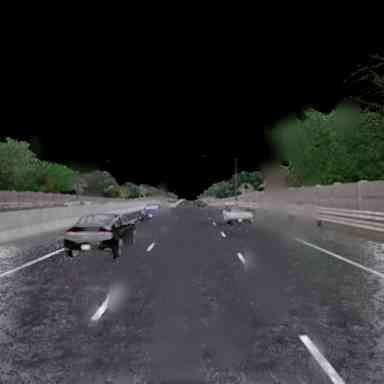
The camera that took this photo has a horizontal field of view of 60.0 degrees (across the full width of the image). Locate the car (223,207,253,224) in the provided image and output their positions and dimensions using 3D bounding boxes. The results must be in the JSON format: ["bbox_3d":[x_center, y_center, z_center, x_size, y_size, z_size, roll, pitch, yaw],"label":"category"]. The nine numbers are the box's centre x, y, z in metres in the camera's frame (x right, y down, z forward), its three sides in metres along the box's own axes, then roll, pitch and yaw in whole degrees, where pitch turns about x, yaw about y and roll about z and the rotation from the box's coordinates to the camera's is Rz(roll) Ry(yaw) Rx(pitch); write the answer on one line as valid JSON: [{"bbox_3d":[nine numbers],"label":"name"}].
[{"bbox_3d":[3.607,1.847,27.060,1.895,1.301,4.718,0,-1,0],"label":"car"}]

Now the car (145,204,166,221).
[{"bbox_3d":[-3.393,1.811,29.731,1.812,1.442,4.674,0,-1,0],"label":"car"}]

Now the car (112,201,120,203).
[{"bbox_3d":[-14.008,2.419,61.362,1.994,1.385,4.181,0,-1,1],"label":"car"}]

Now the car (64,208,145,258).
[{"bbox_3d":[-3.397,1.577,13.079,2.128,1.511,4.902,0,0,0],"label":"car"}]

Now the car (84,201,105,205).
[{"bbox_3d":[-17.505,2.352,61.328,2.128,1.511,4.902,0,-1,1],"label":"car"}]

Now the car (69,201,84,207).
[{"bbox_3d":[-21.000,2.381,61.316,1.812,1.442,4.674,0,-1,1],"label":"car"}]
